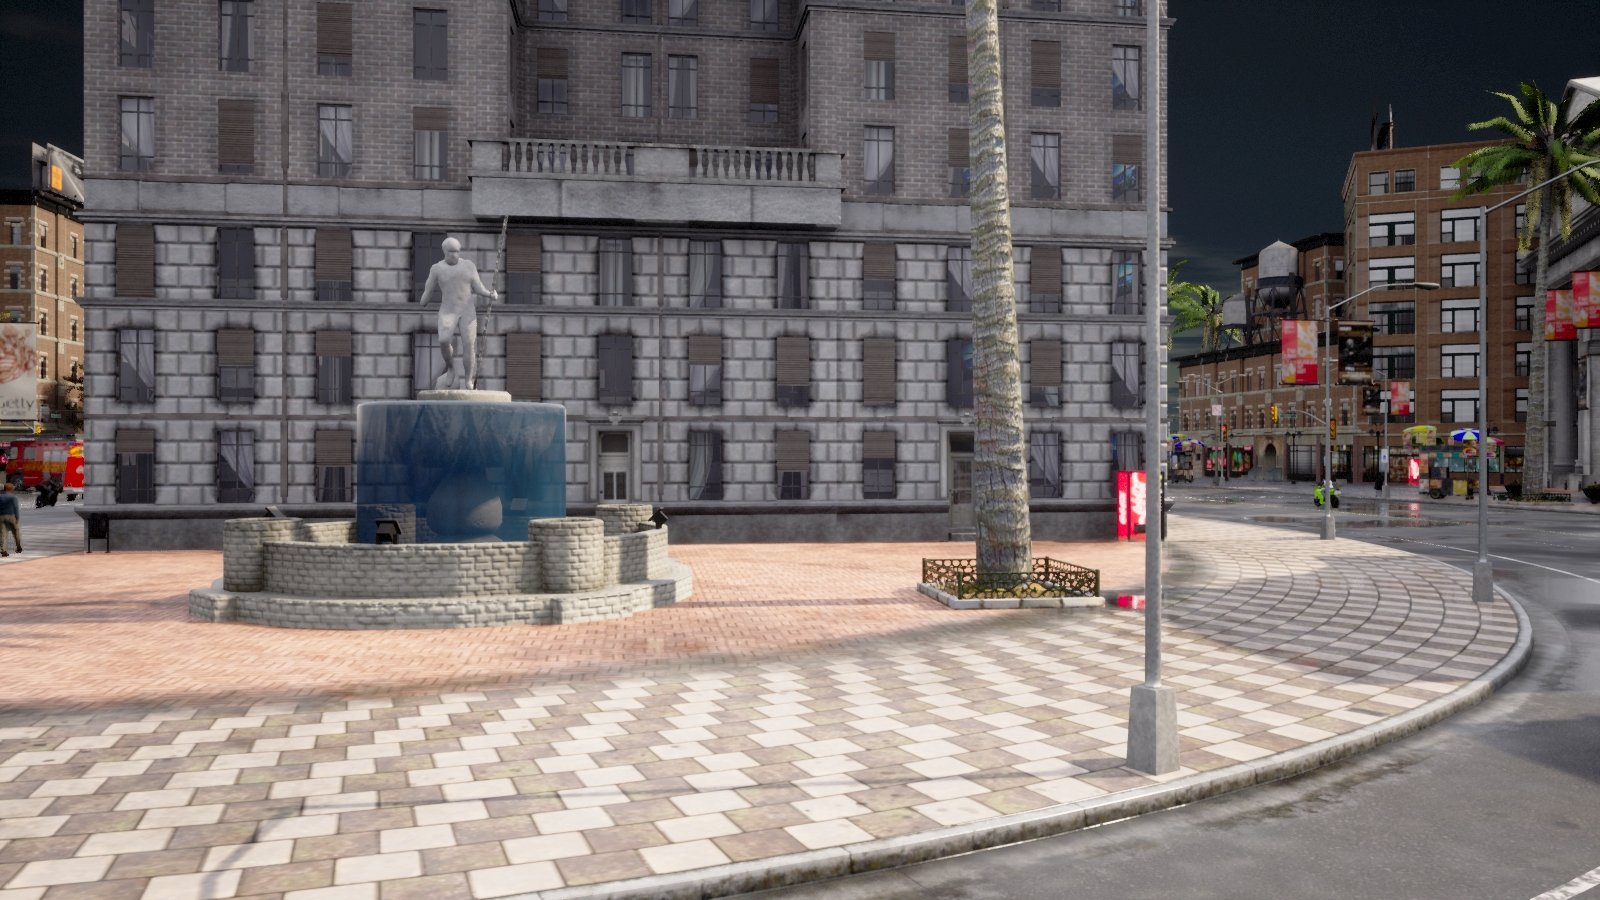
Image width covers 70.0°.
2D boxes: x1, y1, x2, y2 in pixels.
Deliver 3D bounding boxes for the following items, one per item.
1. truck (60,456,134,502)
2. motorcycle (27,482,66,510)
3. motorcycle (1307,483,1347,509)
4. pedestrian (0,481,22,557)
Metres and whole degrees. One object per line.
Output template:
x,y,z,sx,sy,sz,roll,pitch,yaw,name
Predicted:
-39.493,1.561,64.329,2.627,2.467,5.204,0,-1,-21,truck
-36.641,2.205,55.588,0.867,1.251,2.209,0,0,-13,motorcycle
25.547,2.213,55.422,0.803,1.145,2.033,0,0,-7,motorcycle
-19.557,1.696,28.286,0.375,1.860,0.375,0,0,-13,pedestrian
